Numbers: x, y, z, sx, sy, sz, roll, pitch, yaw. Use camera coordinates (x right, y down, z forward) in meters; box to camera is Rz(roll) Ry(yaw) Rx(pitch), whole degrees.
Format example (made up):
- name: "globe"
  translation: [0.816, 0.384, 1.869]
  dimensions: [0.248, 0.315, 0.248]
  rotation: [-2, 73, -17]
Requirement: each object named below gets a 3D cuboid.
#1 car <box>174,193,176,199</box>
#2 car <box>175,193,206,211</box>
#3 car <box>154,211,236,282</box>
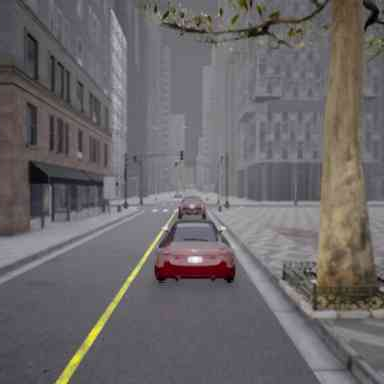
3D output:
- name: "car"
  translation: [-3.287, 0.940, 78.506]
  dimensions: [1.895, 1.301, 4.718]
  rotation: [0, 0, 0]
- name: "car"
  translation: [0.002, 1.112, 26.788]
  dimensions: [2.097, 1.767, 4.553]
  rotation: [0, 1, 0]
- name: "car"
  translation: [0.065, 1.475, 9.499]
  dimensions: [1.994, 1.385, 4.181]
  rotation: [0, 1, 0]
